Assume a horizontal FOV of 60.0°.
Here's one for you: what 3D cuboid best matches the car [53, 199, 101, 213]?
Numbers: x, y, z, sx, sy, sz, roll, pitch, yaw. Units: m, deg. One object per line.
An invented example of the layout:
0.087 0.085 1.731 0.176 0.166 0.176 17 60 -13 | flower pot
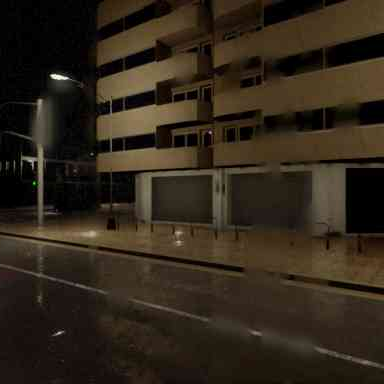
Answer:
-12.963 1.547 37.900 2.033 1.411 5.357 0 0 37 | car
